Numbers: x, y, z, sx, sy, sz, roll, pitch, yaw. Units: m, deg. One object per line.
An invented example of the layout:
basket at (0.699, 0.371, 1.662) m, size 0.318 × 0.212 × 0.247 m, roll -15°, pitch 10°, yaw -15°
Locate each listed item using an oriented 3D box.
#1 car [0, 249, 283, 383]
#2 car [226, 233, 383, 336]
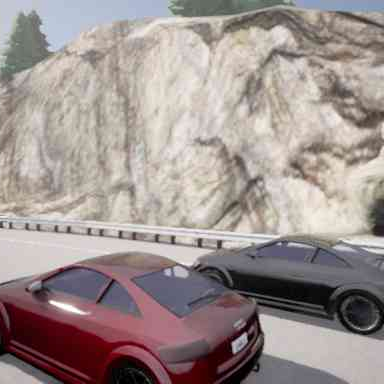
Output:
car at (-1.151, 1.556, 4.631) m, size 4.181 × 1.385 × 1.994 m, roll 0°, pitch 0°, yaw 34°
car at (1.979, 1.549, 6.725) m, size 4.181 × 1.385 × 1.994 m, roll 0°, pitch 0°, yaw 35°
